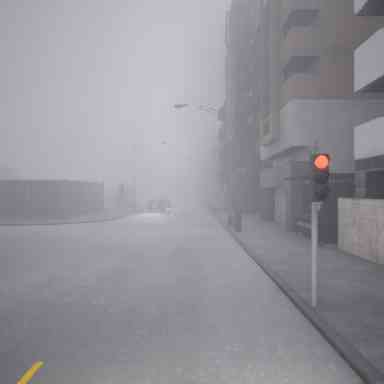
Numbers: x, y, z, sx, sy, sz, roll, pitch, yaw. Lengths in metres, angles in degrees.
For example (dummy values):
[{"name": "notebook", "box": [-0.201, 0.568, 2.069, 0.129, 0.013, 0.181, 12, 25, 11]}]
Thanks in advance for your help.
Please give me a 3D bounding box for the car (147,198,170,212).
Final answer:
[{"name": "car", "box": [-4.127, 1.491, 39.308, 2.128, 1.511, 4.902, 0, 0, 0]}]
